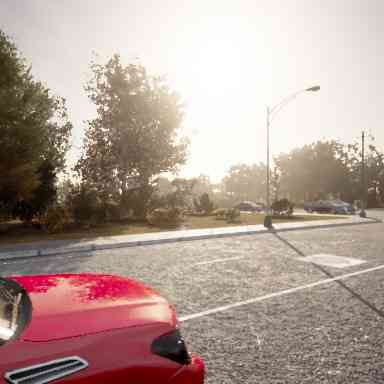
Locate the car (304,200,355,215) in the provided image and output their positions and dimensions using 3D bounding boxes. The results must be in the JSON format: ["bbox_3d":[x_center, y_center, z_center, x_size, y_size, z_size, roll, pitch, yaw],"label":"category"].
[{"bbox_3d":[14.633,1.708,36.485,2.128,1.511,4.902,0,-1,-32],"label":"car"}]

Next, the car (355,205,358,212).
[{"bbox_3d":[17.015,1.745,39.253,2.128,1.511,4.902,0,-2,-33],"label":"car"}]

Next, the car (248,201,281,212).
[{"bbox_3d":[10.673,2.210,49.433,1.837,1.490,4.892,0,-3,-32],"label":"car"}]

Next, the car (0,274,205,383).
[{"bbox_3d":[-2.546,1.223,1.930,5.566,2.045,2.150,0,0,-36],"label":"car"}]

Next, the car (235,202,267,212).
[{"bbox_3d":[7.991,2.171,47.118,1.837,1.490,4.892,0,-3,-32],"label":"car"}]
